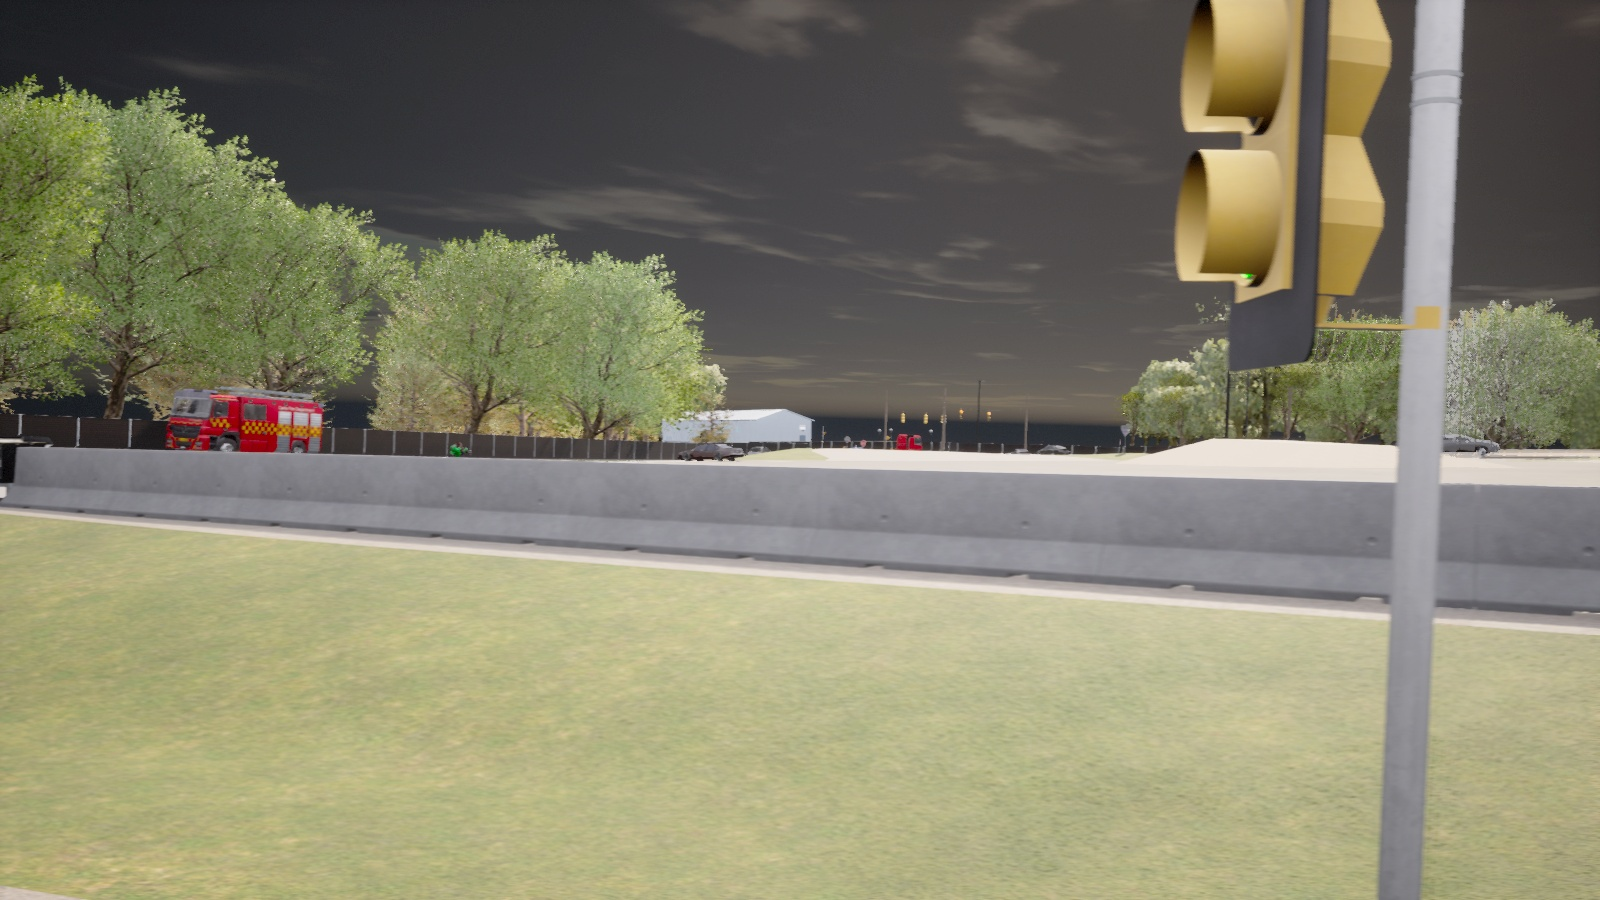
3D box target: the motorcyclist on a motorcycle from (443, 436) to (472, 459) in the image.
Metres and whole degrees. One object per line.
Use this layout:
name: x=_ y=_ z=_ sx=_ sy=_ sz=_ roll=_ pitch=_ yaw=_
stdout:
motorcyclist on a motorcycle: x=-23.647 y=-0.147 z=86.723 sx=0.797 sy=1.523 sz=2.044 roll=3 pitch=0 yaw=20

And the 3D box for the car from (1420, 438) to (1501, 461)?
car: x=46.244 y=-0.012 z=87.927 sx=4.902 sy=1.511 sz=2.128 roll=0 pitch=1 yaw=30

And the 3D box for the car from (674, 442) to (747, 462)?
car: x=-6.843 y=0.161 z=96.126 sx=5.357 sy=1.411 sz=2.033 roll=-1 pitch=0 yaw=32

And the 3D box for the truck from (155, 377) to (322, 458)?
truck: x=-30.657 y=-1.684 z=69.113 sx=2.891 sy=3.827 sz=8.468 roll=4 pitch=0 yaw=22
